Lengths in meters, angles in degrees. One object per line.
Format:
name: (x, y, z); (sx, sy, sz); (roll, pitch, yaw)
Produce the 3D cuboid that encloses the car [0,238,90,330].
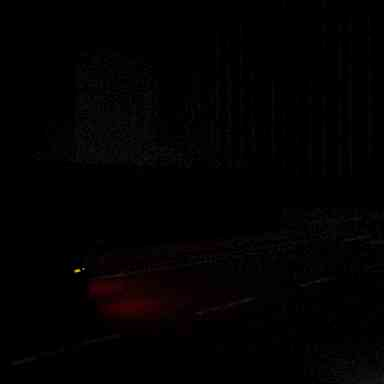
car: (-4.061, 1.527, 5.369); (4.674, 1.442, 1.812); (0, 0, -36)
